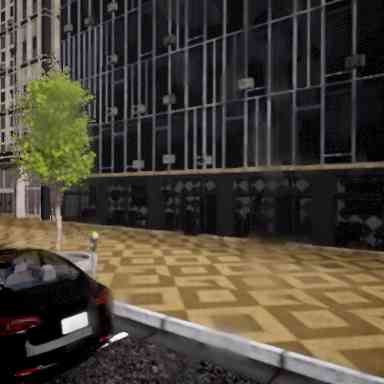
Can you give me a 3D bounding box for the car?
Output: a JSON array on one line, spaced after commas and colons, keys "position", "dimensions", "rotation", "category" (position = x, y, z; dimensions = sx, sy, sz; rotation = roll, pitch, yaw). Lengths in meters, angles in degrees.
[{"position": [-3.039, 1.528, 5.044], "dimensions": [4.313, 1.339, 1.947], "rotation": [1, 0, 35], "category": "car"}]
